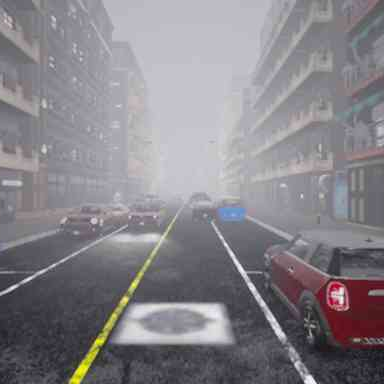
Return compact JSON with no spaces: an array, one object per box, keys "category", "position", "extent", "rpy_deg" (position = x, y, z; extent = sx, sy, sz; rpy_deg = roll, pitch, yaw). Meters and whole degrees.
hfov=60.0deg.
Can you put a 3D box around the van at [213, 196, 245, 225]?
[{"category":"van","position":[2.601,1.205,22.811],"extent":[1.690,1.788,3.998],"rpy_deg":[1,0,0]}]

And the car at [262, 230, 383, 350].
[{"category":"car","position":[2.582,1.403,6.165],"extent":[1.967,1.590,4.097],"rpy_deg":[1,0,0]}]

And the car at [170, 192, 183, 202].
[{"category":"car","position":[-2.713,1.100,62.459],"extent":[1.882,1.535,5.008],"rpy_deg":[0,0,1]}]

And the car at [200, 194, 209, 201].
[{"category":"car","position":[2.653,1.084,72.924],"extent":[1.752,1.417,4.829],"rpy_deg":[1,0,0]}]

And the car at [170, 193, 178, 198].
[{"category":"car","position":[-5.204,0.988,94.938],"extent":[1.947,1.339,4.313],"rpy_deg":[1,0,0]}]

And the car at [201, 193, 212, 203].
[{"category":"car","position":[2.642,1.068,61.656],"extent":[1.967,1.590,4.097],"rpy_deg":[1,0,0]}]

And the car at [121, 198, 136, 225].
[{"category":"car","position":[-5.282,1.391,22.632],"extent":[1.752,1.417,4.829],"rpy_deg":[1,0,0]}]

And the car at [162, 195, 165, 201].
[{"category":"car","position":[-5.255,1.046,44.996],"extent":[2.192,1.841,5.009],"rpy_deg":[1,0,0]}]

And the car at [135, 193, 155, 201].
[{"category":"car","position":[-5.269,1.238,33.899],"extent":[1.967,1.590,4.097],"rpy_deg":[1,0,0]}]

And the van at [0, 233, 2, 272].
[{"category":"van","position":[-5.297,1.305,6.154],"extent":[1.690,1.788,3.998],"rpy_deg":[1,0,0]}]

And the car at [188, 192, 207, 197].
[{"category":"car","position":[0.868,0.987,39.645],"extent":[2.150,2.045,5.566],"rpy_deg":[0,0,0]}]

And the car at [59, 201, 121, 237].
[{"category":"car","position":[-5.287,1.338,17.252],"extent":[1.967,1.590,4.097],"rpy_deg":[1,0,0]}]

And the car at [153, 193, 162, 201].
[{"category":"car","position":[-5.261,1.079,39.447],"extent":[2.192,1.841,5.009],"rpy_deg":[1,0,0]}]

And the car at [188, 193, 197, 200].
[{"category":"car","position":[0.079,0.904,73.722],"extent":[1.882,1.535,5.008],"rpy_deg":[0,0,0]}]

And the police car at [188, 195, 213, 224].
[{"category":"police car","position":[0.850,1.284,23.725],"extent":[1.930,1.638,5.238],"rpy_deg":[0,0,0]}]

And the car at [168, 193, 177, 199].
[{"category":"car","position":[-5.210,1.007,89.389],"extent":[2.008,1.369,4.403],"rpy_deg":[1,0,0]}]

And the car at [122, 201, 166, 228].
[{"category":"car","position":[-2.827,1.475,21.077],"extent":[1.895,1.301,4.718],"rpy_deg":[0,0,0]}]

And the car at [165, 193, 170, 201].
[{"category":"car","position":[-5.246,1.245,56.095],"extent":[1.802,1.307,4.206],"rpy_deg":[1,0,0]}]

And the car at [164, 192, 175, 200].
[{"category":"car","position":[-5.219,0.841,78.289],"extent":[2.192,1.841,5.009],"rpy_deg":[1,0,0]}]

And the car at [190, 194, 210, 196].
[{"category":"car","position":[0.861,1.253,33.806],"extent":[1.801,1.575,5.366],"rpy_deg":[0,0,0]}]
